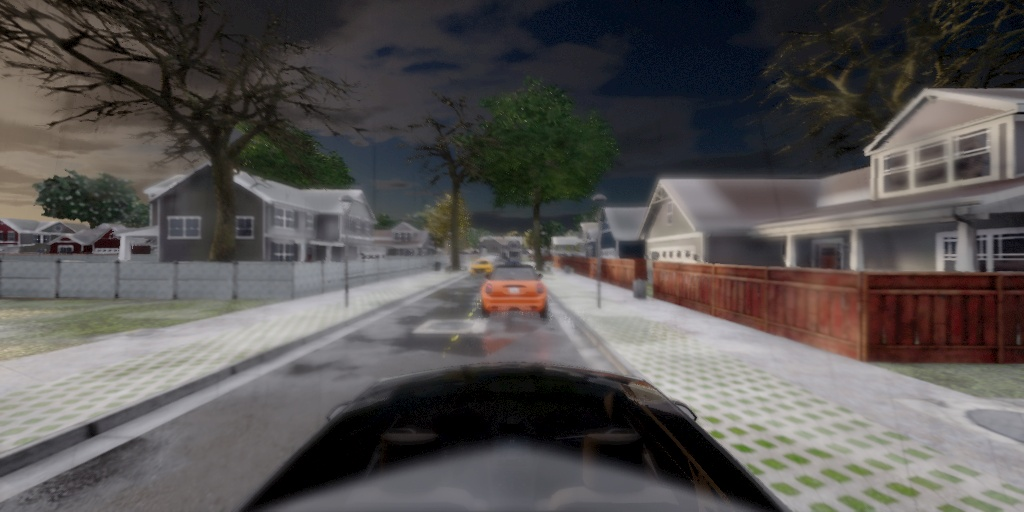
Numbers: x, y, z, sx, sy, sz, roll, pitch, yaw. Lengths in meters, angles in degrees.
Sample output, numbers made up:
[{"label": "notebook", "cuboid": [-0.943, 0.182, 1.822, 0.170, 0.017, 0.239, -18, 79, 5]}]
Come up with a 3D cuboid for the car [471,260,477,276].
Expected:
[{"label": "car", "cuboid": [-2.858, 1.085, 34.627, 1.882, 1.535, 5.008, 0, 0, 0]}]

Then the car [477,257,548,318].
[{"label": "car", "cuboid": [0.088, 1.054, 12.954, 2.097, 1.767, 4.553, 0, 0, 0]}]
